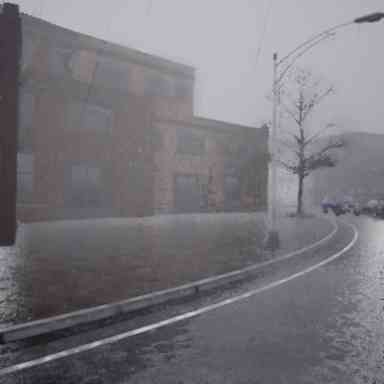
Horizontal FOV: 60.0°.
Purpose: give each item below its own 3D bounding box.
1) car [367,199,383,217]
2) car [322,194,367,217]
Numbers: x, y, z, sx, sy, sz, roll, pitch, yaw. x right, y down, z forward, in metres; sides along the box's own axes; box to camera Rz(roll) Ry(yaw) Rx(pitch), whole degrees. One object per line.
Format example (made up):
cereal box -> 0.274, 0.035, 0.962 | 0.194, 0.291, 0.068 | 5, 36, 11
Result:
car -> 18.010, 1.426, 32.152 | 2.097, 1.767, 4.553 | 1, 0, 6
car -> 14.749, 1.257, 33.071 | 2.150, 2.045, 5.566 | 1, 0, 3
